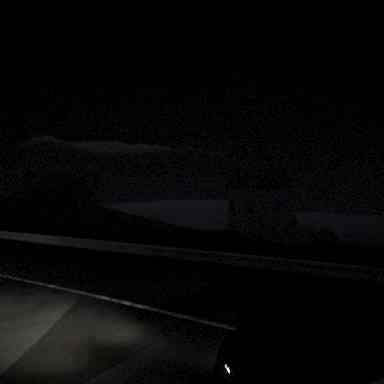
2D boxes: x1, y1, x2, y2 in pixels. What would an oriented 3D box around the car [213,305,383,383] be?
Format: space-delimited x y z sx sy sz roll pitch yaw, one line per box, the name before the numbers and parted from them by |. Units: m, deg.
car | 2.411 1.475 2.141 4.902 1.511 2.128 -1 0 35
